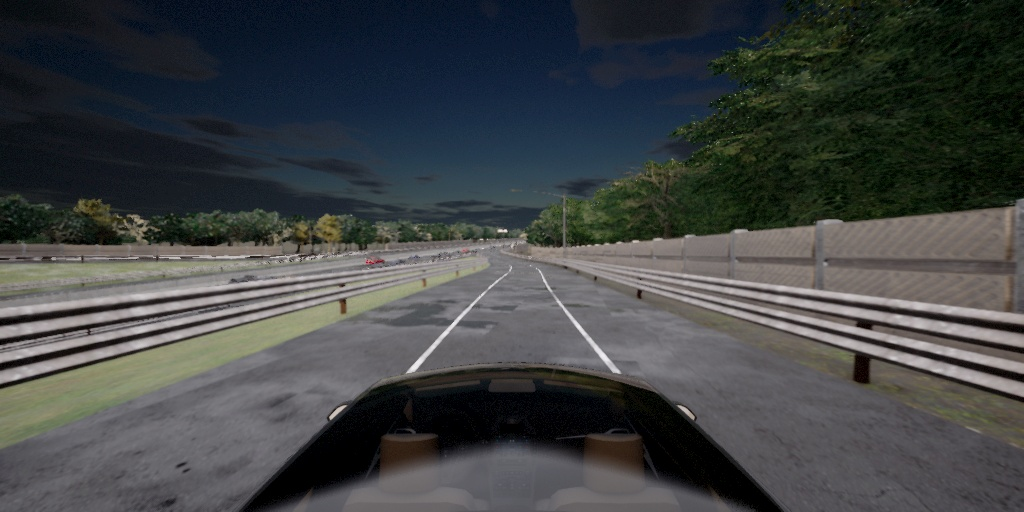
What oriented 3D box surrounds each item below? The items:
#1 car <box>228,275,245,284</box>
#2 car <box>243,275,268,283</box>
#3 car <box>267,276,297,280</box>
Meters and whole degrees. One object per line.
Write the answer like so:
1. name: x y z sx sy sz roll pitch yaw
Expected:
1. car: -37.113 3.394 50.407 1.837 1.490 4.892 0 4 10
2. car: -33.671 3.463 49.776 2.033 1.411 5.357 0 4 10
3. car: -30.229 3.430 49.137 1.882 1.535 5.008 0 4 10
